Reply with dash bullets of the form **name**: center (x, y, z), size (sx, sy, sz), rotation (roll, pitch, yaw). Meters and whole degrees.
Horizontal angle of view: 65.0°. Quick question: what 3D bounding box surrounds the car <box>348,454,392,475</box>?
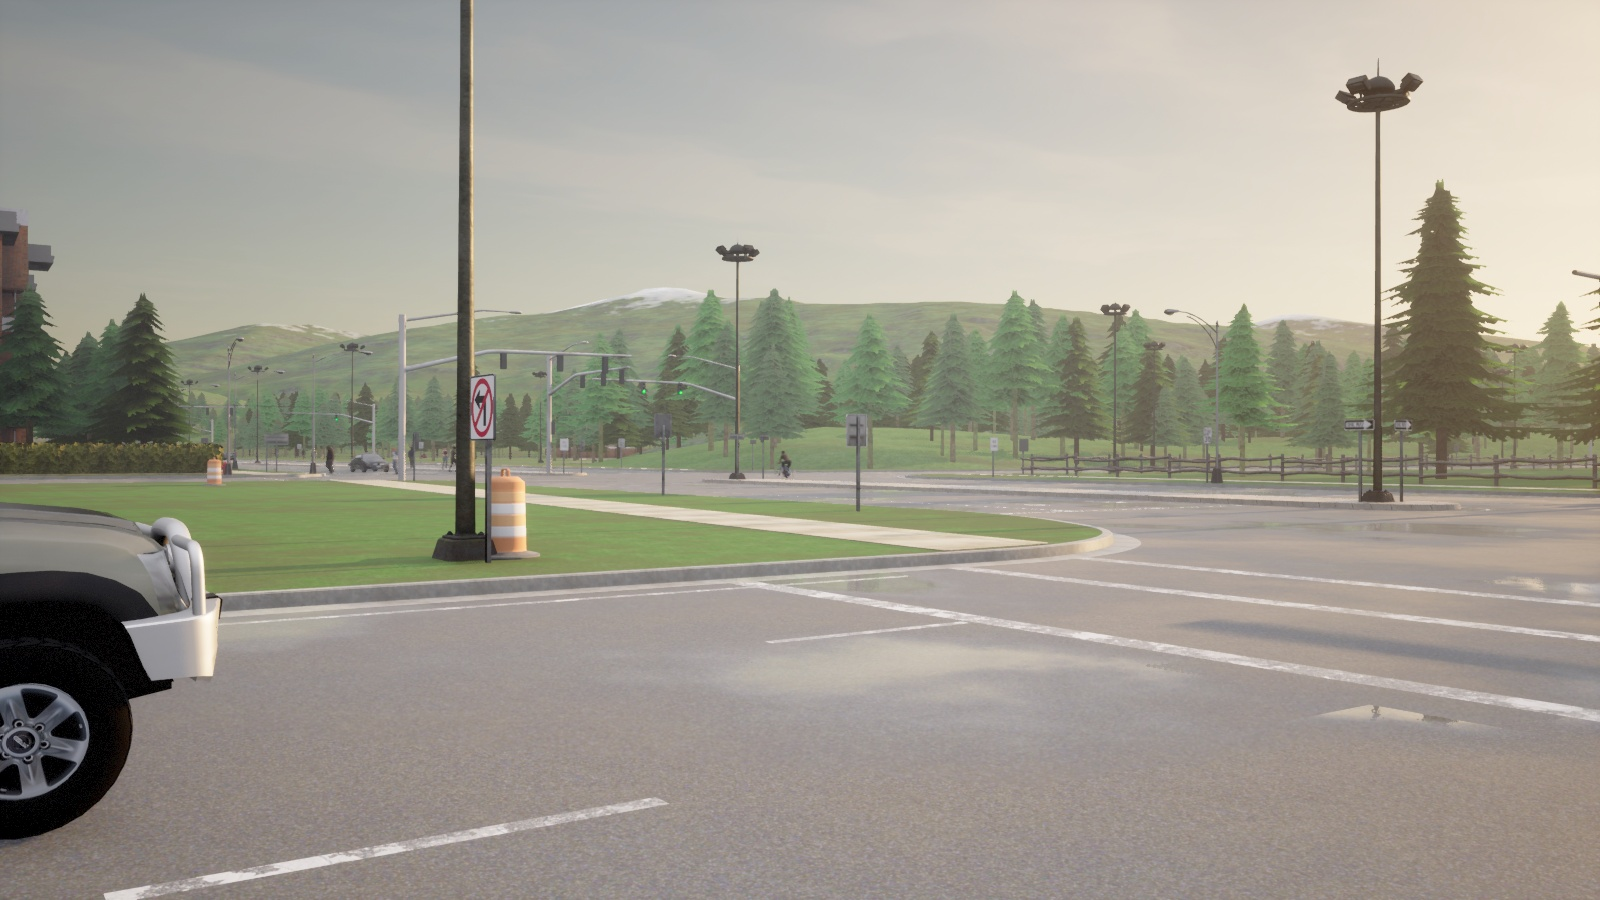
- **car**: center (-31.645, 1.064, 92.295), size (1.812, 1.442, 4.674), rotation (0, 0, -35)

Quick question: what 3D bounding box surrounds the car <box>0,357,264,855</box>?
- **car**: center (-4.662, 0.583, 4.678), size (4.605, 1.855, 1.932), rotation (0, 0, -35)

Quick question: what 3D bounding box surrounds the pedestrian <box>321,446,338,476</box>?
- **pedestrian**: center (-29.705, 0.692, 79.275), size (0.899, 1.844, 0.634), rotation (0, 0, -35)
